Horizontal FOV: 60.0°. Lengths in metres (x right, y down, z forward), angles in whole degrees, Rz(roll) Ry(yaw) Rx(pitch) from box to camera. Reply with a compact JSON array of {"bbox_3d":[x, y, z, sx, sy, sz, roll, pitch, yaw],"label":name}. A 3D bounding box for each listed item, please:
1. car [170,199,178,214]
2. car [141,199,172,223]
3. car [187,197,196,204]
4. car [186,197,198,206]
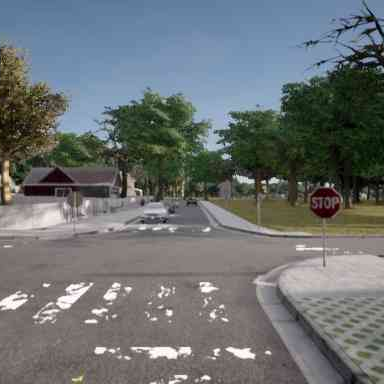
[{"bbox_3d":[-2.860,1.572,36.446,1.837,1.490,4.892,0,0,0],"label":"car"},{"bbox_3d":[-2.844,1.559,26.187,1.812,1.442,4.674,0,0,0],"label":"car"},{"bbox_3d":[-0.019,1.748,68.298,1.812,1.442,4.674,0,0,0],"label":"car"},{"bbox_3d":[-0.019,1.673,57.875,1.837,1.490,4.892,0,0,0],"label":"car"}]
